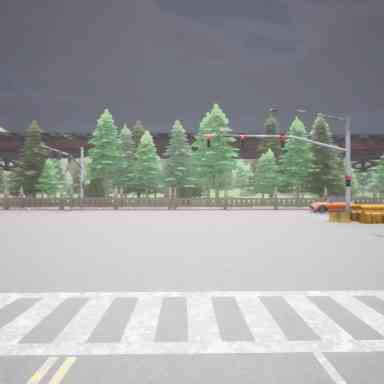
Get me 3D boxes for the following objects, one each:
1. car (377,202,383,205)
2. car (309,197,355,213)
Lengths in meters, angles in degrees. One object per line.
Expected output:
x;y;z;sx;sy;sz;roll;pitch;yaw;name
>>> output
16.876;1.564;28.586;4.181;1.385;1.994;0;0;-2;car
14.912;1.352;35.534;4.553;1.767;2.097;0;0;-2;car
